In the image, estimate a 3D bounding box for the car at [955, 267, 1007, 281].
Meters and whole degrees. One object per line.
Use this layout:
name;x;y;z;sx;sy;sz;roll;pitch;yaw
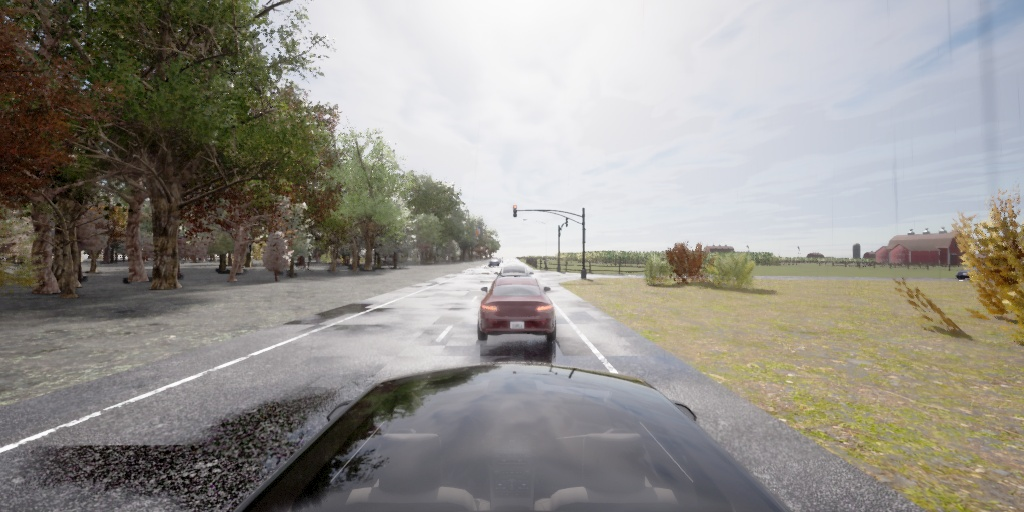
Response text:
car;48.942;1.845;37.138;4.181;1.385;1.994;1;-1;0

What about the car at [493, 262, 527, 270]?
car;0.104;1.259;19.042;1.837;1.490;4.892;0;0;0

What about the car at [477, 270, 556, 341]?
car;0.111;1.278;9.780;1.812;1.442;4.674;0;0;0
